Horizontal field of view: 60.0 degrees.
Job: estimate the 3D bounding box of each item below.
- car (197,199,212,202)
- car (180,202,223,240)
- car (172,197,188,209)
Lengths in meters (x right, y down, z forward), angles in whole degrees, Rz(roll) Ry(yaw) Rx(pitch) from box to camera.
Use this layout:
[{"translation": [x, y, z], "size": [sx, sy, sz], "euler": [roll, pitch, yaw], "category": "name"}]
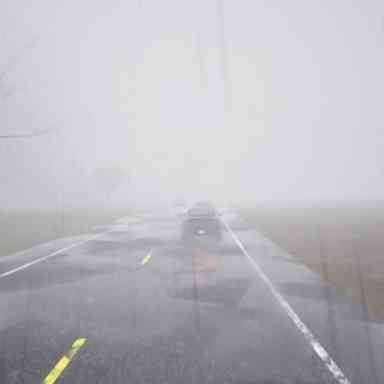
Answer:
[{"translation": [1.344, 1.478, 35.317], "size": [1.882, 1.535, 5.008], "euler": [0, 0, 3], "category": "car"}, {"translation": [0.510, 1.506, 17.055], "size": [1.837, 1.490, 4.892], "euler": [0, 0, 2], "category": "car"}, {"translation": [-1.634, 1.505, 46.264], "size": [1.837, 1.490, 4.892], "euler": [0, -1, 4], "category": "car"}]
